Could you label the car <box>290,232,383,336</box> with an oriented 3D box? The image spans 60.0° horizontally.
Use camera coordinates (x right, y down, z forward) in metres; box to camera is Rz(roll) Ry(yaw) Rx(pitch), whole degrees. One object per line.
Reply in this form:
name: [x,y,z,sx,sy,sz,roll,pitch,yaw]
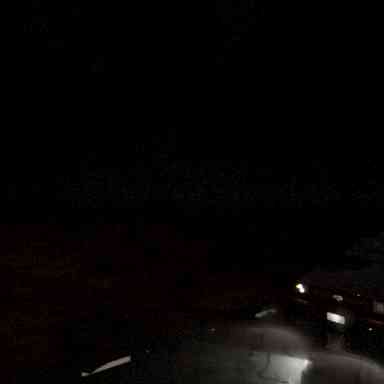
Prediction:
car: [4.283,1.563,6.814,5.357,1.411,2.033,0,0,-39]
